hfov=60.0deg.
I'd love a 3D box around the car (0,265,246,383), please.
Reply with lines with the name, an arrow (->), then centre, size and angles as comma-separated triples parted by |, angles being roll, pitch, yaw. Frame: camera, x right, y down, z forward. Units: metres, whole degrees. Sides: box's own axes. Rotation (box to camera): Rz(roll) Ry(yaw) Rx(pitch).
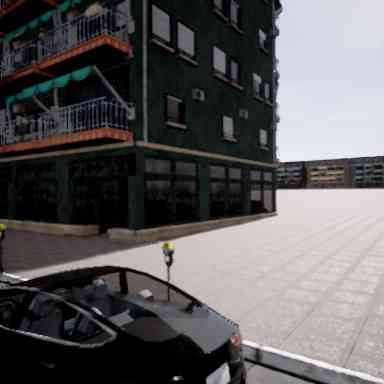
car -> -1.476, 1.580, 3.937 | 4.313, 1.339, 1.947 | 0, 0, 36
